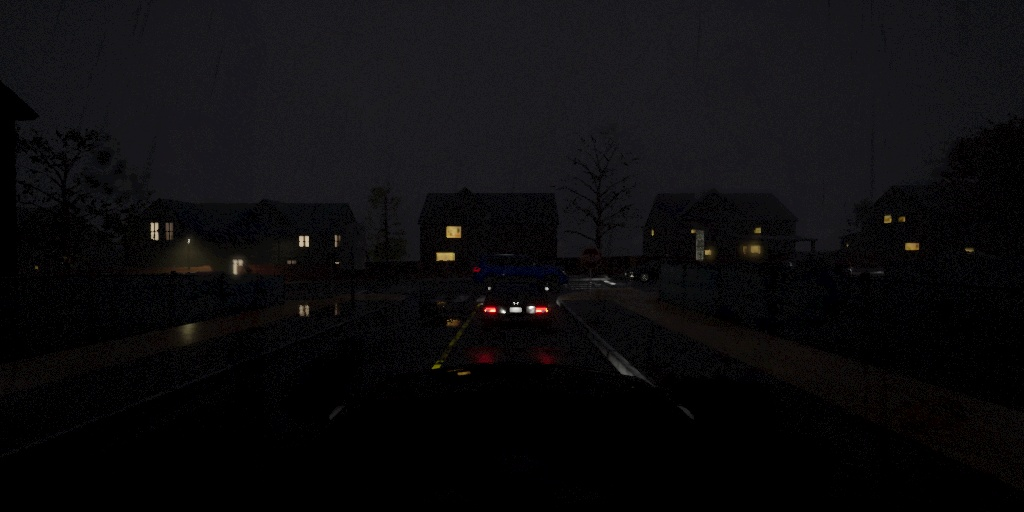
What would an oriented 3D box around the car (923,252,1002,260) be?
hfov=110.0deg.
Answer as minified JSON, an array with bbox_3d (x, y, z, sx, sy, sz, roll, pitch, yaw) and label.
[{"bbox_3d":[29.875,0.474,24.086,4.902,1.511,2.128,-1,1,0],"label":"car"}]

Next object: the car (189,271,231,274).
[{"bbox_3d":[-17.677,1.625,21.258,5.008,1.535,1.882,-1,1,0],"label":"car"}]

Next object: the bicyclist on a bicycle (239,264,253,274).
[{"bbox_3d":[-20.072,1.419,27.110,0.582,1.620,1.656,-1,1,0],"label":"bicyclist on a bicycle"}]

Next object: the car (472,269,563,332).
[{"bbox_3d":[0.169,1.298,10.842,2.033,1.411,5.357,0,0,2],"label":"car"}]

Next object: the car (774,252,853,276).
[{"bbox_3d":[19.919,0.569,24.119,4.553,1.767,2.097,-1,1,0],"label":"car"}]

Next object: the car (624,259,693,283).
[{"bbox_3d":[10.065,0.954,24.141,4.892,1.490,1.837,-1,1,0],"label":"car"}]

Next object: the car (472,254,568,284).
[{"bbox_3d":[0.449,0.918,21.226,5.566,2.045,2.150,0,1,0],"label":"car"}]
